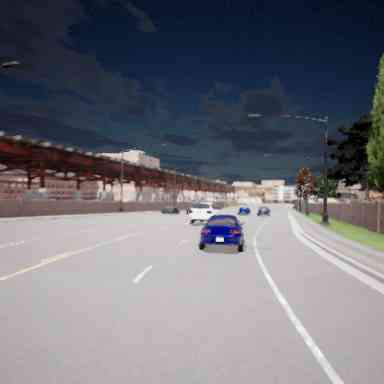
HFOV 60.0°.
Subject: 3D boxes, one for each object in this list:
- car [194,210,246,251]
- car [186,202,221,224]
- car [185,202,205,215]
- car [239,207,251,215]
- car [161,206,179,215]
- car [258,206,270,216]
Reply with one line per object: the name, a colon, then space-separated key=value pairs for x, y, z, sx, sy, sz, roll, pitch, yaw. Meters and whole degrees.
car: x=1.444 y=1.772 z=15.333 sx=1.812 sy=1.442 sz=4.674 roll=1 pitch=-2 yaw=9
car: x=1.397 y=2.000 z=31.528 sx=2.150 sy=2.045 sz=5.566 roll=1 pitch=-2 yaw=16
car: x=0.556 y=2.741 z=54.844 sx=2.150 sy=2.045 sz=5.566 roll=1 pitch=-2 yaw=12
car: x=9.762 y=3.428 z=61.516 sx=1.882 sy=1.535 sz=5.008 roll=1 pitch=-2 yaw=16
car: x=-3.499 y=2.937 z=53.476 sx=1.994 sy=1.385 sz=4.181 roll=1 pitch=-2 yaw=16
car: x=13.273 y=3.373 z=61.075 sx=2.097 sy=1.767 sz=4.553 roll=1 pitch=-2 yaw=16
